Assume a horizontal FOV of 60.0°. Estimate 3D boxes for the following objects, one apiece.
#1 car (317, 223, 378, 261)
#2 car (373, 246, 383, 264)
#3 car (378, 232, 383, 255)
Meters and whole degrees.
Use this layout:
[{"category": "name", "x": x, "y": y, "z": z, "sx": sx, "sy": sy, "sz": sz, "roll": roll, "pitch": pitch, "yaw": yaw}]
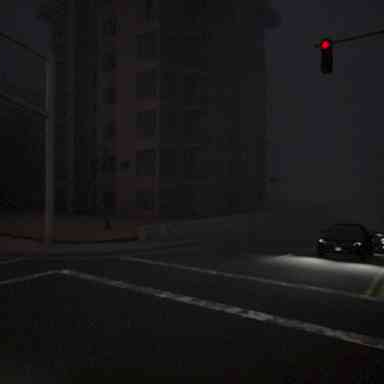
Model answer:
[{"category": "car", "x": 7.020, "y": 2.149, "z": 15.012, "sx": 1.812, "sy": 1.442, "sz": 4.674, "roll": 0, "pitch": -4, "yaw": 33}, {"category": "car", "x": 19.352, "y": 6.324, "z": 32.889, "sx": 2.033, "sy": 1.411, "sz": 5.357, "roll": 0, "pitch": -12, "yaw": 35}, {"category": "car", "x": 12.622, "y": 3.518, "z": 23.142, "sx": 2.097, "sy": 1.767, "sz": 4.553, "roll": 0, "pitch": -12, "yaw": 35}]
